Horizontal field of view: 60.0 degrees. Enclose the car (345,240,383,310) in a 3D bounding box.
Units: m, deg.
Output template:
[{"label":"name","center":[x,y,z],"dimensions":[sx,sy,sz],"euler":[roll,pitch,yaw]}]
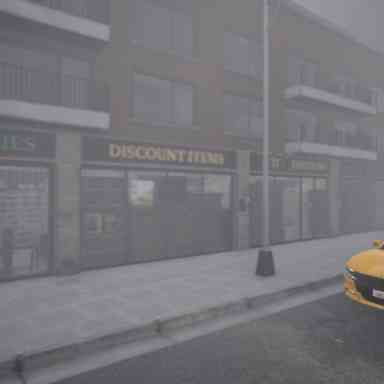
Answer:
[{"label":"car","center":[5.250,1.475,7.119],"dimensions":[5.008,1.535,1.882],"euler":[0,0,-35]}]
